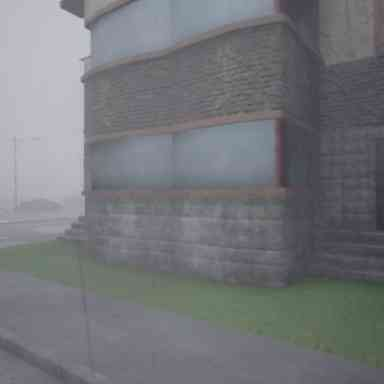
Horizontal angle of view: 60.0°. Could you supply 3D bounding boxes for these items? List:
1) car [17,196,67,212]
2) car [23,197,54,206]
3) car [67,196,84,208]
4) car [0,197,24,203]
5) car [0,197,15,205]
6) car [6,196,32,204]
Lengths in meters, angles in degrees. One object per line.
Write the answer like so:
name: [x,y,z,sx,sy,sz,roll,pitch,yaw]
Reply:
car: [-17.374,1.546,38.412,2.007,1.523,4.514,0,0,35]
car: [-26.945,1.670,58.403,2.007,1.523,4.514,0,0,35]
car: [-17.216,1.389,50.593,1.932,1.855,4.605,0,0,35]
car: [-42.833,1.871,79.140,2.007,1.523,4.514,0,0,35]
car: [-35.057,1.756,64.237,1.845,1.501,3.633,0,0,35]
car: [-40.248,1.842,77.362,2.152,1.636,5.027,0,0,35]
